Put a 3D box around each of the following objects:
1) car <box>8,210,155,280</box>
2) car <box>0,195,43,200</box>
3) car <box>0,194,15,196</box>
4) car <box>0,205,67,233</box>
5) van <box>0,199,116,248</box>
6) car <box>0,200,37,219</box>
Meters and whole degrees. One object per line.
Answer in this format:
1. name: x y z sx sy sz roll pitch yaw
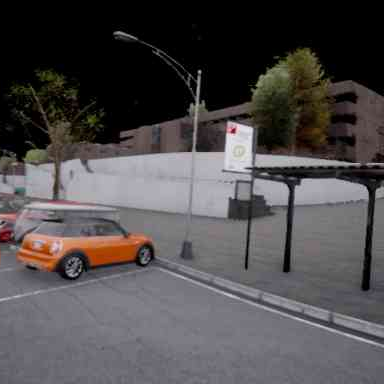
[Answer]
1. car: -3.270 1.670 11.290 2.185 1.767 4.553 2 -2 33
2. car: -6.869 1.445 16.106 2.435 2.045 5.566 3 -2 33
3. car: -8.668 1.396 18.552 2.435 2.045 5.566 2 -2 33
4. car: -10.532 1.634 20.904 2.002 1.452 4.674 2 -2 33
5. van: -5.105 1.515 13.633 1.878 1.987 4.442 3 -2 33
6. car: -16.008 1.471 28.071 2.163 1.488 4.792 2 -2 32
